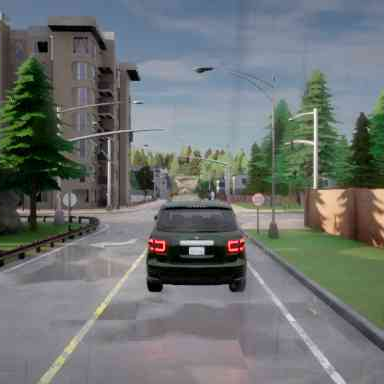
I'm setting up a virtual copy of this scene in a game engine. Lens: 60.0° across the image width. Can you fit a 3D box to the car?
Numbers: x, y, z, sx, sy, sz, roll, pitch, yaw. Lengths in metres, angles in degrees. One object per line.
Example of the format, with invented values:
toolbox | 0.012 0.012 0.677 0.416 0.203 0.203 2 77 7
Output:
car | 0.095 1.221 9.060 2.150 2.045 5.566 0 0 0
